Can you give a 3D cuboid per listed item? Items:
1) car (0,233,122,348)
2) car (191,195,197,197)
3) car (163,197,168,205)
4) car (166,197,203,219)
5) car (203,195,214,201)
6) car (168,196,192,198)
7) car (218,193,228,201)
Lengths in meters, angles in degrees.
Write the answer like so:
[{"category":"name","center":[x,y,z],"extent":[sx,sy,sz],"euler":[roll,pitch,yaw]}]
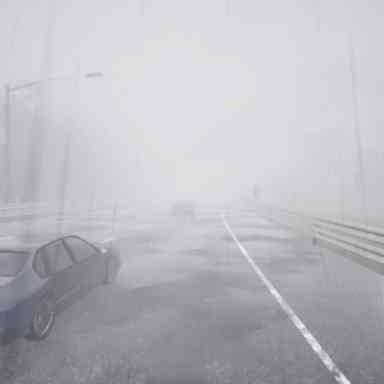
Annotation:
[{"category":"car","center":[-2.974,1.510,6.402],"extent":[2.033,1.411,5.357],"euler":[0,0,5]},{"category":"car","center":[0.468,1.506,81.353],"extent":[1.882,1.535,5.008],"euler":[0,0,11]},{"category":"car","center":[-3.720,1.535,57.042],"extent":[1.812,1.442,4.674],"euler":[0,0,9]},{"category":"car","center":[-0.533,1.462,29.222],"extent":[2.128,1.511,4.902],"euler":[0,0,7]},{"category":"car","center":[4.103,1.538,81.726],"extent":[1.812,1.442,4.674],"euler":[0,0,11]},{"category":"car","center":[-1.671,1.592,47.362],"extent":[1.895,1.301,4.718],"euler":[0,0,8]},{"category":"car","center":[7.743,1.224,82.149],"extent":[2.150,2.045,5.566],"euler":[0,0,11]}]
